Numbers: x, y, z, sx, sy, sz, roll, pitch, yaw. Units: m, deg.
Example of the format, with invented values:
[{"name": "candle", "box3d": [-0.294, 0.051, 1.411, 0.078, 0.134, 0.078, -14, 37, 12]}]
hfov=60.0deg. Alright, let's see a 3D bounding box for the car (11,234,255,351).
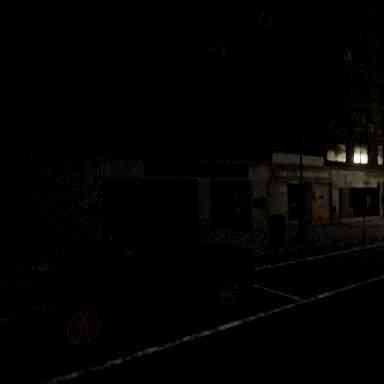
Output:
[{"name": "car", "box3d": [-0.815, 1.527, 6.184, 4.507, 1.381, 1.887, 0, 0, -35]}]
